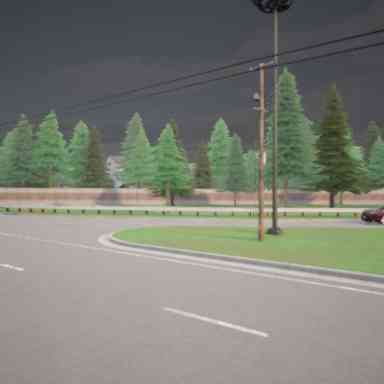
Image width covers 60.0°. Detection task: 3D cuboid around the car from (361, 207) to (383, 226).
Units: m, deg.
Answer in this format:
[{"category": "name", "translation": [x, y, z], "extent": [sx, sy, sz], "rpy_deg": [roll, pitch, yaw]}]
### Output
[{"category": "car", "translation": [14.263, 1.468, 22.847], "extent": [5.008, 1.535, 1.882], "rpy_deg": [0, 0, -4]}]
